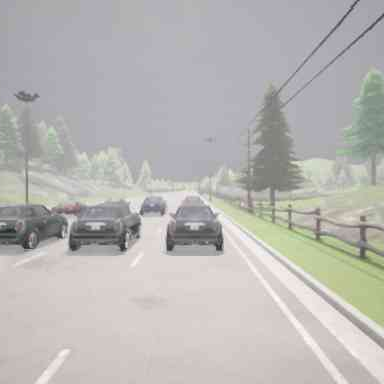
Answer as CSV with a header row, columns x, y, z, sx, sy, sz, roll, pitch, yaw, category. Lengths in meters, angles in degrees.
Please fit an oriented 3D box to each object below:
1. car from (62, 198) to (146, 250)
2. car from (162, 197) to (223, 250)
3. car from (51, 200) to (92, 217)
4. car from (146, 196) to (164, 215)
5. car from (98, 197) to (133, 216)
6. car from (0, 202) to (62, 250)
x,y,z,sx,sy,sz,roll,pitch,yaw,category
-3.407,1.252,13.885,2.097,1.767,4.553,0,0,0,car
0.093,1.252,13.870,2.097,1.767,4.553,0,0,0,car
-10.411,1.392,29.222,1.895,1.301,4.718,0,0,0,car
-3.413,1.133,30.516,2.097,1.767,4.553,0,0,0,car
-6.912,1.271,30.758,2.128,1.511,4.902,0,0,0,car
-6.905,1.252,13.905,2.097,1.767,4.553,0,0,0,car
